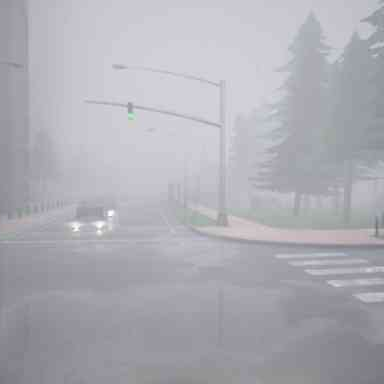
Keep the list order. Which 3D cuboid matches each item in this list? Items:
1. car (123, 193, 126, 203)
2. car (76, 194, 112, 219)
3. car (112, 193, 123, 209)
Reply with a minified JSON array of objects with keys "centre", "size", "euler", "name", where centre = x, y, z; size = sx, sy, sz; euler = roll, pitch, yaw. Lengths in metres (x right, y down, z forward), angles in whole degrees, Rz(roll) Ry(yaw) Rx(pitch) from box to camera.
[{"centre":[-11.004,0.865,50.719],"size":[2.033,1.411,5.357],"euler":[0,1,-8],"name":"car"},{"centre":[-7.530,1.132,25.496],"size":[1.882,1.535,5.008],"euler":[0,1,-8],"name":"car"},{"centre":[-8.916,1.014,35.328],"size":[2.128,1.511,4.902],"euler":[0,1,-8],"name":"car"}]
